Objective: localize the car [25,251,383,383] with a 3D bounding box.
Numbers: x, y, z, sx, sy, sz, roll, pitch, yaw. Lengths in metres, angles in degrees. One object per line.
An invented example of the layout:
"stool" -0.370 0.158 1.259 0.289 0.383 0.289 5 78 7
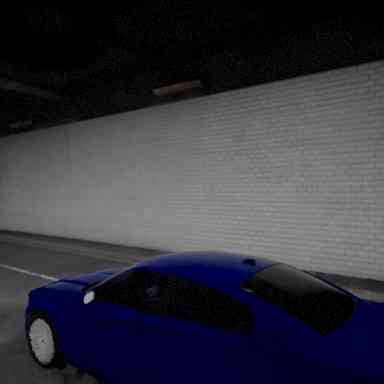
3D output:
"car" -0.059 1.478 4.033 5.008 1.535 1.882 0 0 35
